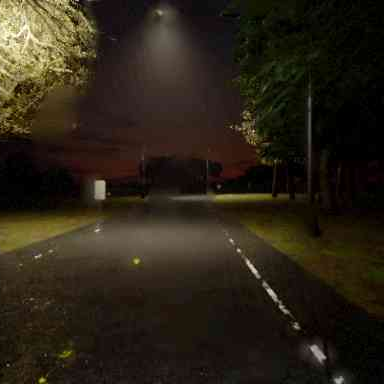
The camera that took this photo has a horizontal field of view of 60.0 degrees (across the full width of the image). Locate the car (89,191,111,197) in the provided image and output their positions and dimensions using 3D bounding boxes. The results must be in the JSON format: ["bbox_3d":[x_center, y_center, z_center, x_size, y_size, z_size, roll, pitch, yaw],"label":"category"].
[{"bbox_3d":[-20.322,0.438,73.372,4.674,1.442,1.812,-1,-1,0],"label":"car"}]

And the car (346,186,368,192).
[{"bbox_3d":[40.278,-0.761,81.177,5.008,1.535,1.882,-2,-1,-1],"label":"car"}]
